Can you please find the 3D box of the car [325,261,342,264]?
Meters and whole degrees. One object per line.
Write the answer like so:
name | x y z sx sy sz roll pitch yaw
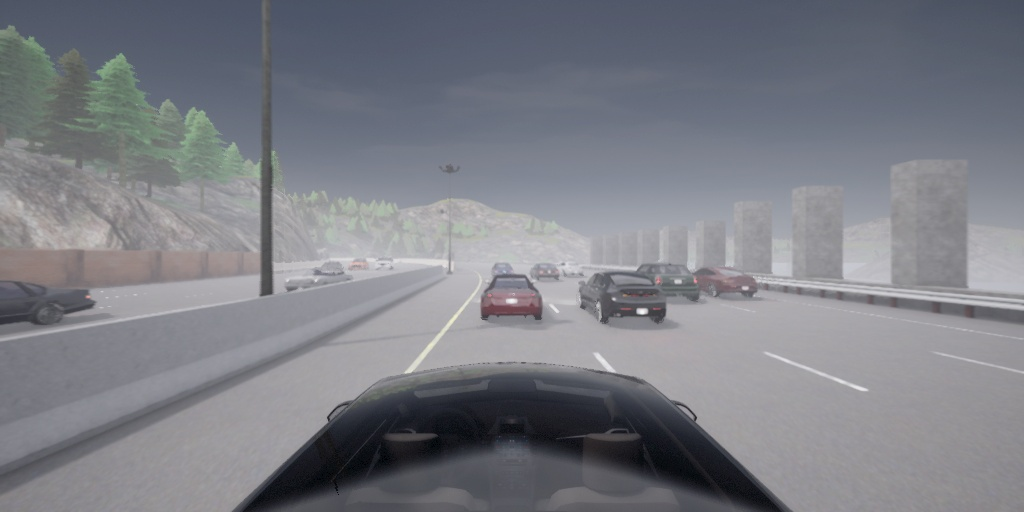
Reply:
car | -25.251 1.337 50.554 1.994 1.385 4.181 0 0 -13

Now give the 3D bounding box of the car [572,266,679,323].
car | 3.474 1.250 12.081 1.837 1.490 4.892 0 0 -1

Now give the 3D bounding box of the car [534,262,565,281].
car | 2.669 1.291 30.283 2.033 1.411 5.357 0 0 -5

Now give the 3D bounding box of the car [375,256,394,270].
car | -18.426 1.083 52.111 2.150 2.045 5.566 0 0 -13

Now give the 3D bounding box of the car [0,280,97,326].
car | -14.172 1.307 8.988 2.033 1.411 5.357 0 0 -1

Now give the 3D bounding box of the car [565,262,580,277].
car | 5.640 1.266 35.381 1.812 1.442 4.674 0 0 -6

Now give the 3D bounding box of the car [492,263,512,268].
car | -0.868 1.294 30.650 2.033 1.411 5.357 0 0 -5

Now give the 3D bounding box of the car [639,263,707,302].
car | 6.879 1.095 17.085 2.097 1.767 4.553 0 0 -1

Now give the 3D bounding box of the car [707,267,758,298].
car | 10.338 1.265 18.290 1.812 1.442 4.674 0 0 -2

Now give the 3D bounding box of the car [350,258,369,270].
car | -21.852 1.140 51.394 2.097 1.767 4.553 0 0 -13

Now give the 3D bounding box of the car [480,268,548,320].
car | -0.038 1.312 12.701 1.994 1.385 4.181 0 0 -1

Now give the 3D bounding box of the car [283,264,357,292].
car | -10.959 1.356 20.677 1.895 1.301 4.718 0 0 -2
